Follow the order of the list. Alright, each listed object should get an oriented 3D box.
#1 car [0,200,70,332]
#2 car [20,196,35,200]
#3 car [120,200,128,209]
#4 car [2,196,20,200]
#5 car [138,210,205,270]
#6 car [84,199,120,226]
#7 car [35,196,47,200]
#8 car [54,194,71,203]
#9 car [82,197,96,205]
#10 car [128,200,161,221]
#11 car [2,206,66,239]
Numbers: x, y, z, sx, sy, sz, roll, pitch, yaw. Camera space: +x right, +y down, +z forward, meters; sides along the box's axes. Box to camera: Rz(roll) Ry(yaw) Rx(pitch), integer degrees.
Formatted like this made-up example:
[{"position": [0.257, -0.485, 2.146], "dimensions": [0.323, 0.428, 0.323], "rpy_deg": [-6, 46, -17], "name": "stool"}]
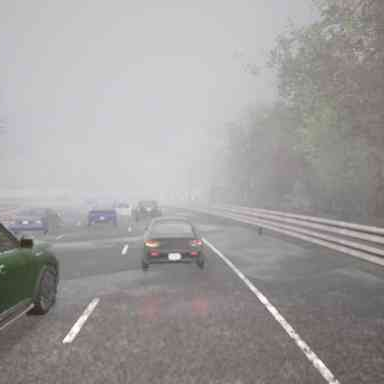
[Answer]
[{"position": [-3.649, 1.242, 4.363], "dimensions": [2.150, 2.045, 5.566], "rpy_deg": [0, 0, -2], "name": "car"}, {"position": [-41.498, 1.741, 82.337], "dimensions": [4.892, 1.490, 1.837], "rpy_deg": [0, 0, 38], "name": "car"}, {"position": [-10.024, 1.703, 45.613], "dimensions": [1.895, 1.301, 4.718], "rpy_deg": [0, 0, -24], "name": "car"}, {"position": [-43.787, 1.750, 79.690], "dimensions": [4.892, 1.490, 1.837], "rpy_deg": [0, 0, 38], "name": "car"}, {"position": [-0.691, 1.544, 11.065], "dimensions": [1.812, 1.442, 4.674], "rpy_deg": [0, 0, -6], "name": "car"}, {"position": [-6.359, 1.536, 23.927], "dimensions": [1.882, 1.535, 5.008], "rpy_deg": [0, 0, -13], "name": "car"}, {"position": [-39.209, 1.771, 84.985], "dimensions": [5.357, 1.411, 2.033], "rpy_deg": [0, 0, 38], "name": "car"}, {"position": [-29.237, 1.443, 75.130], "dimensions": [2.150, 2.045, 5.566], "rpy_deg": [0, 0, -44], "name": "car"}, {"position": [-18.753, 1.663, 61.210], "dimensions": [1.837, 1.490, 4.892], "rpy_deg": [0, 0, -33], "name": "car"}, {"position": [-3.873, 1.406, 27.802], "dimensions": [2.097, 1.767, 4.553], "rpy_deg": [0, 0, -15], "name": "car"}, {"position": [-8.921, 1.609, 19.338], "dimensions": [2.033, 1.411, 5.357], "rpy_deg": [0, 0, -11], "name": "car"}]
